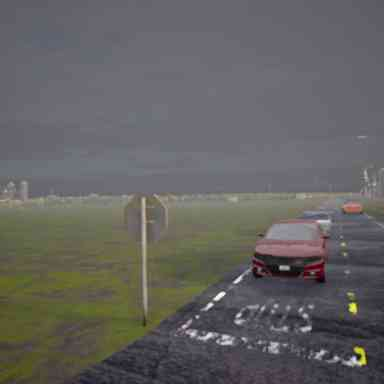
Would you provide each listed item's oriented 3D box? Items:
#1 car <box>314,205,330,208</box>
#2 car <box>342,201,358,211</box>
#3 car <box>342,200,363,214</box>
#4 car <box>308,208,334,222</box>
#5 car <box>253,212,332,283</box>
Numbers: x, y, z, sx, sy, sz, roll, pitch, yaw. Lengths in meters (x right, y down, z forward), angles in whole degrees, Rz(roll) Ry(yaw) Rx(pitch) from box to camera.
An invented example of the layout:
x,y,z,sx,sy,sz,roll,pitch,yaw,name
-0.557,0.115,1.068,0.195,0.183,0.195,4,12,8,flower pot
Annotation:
x,y,z,sx,sy,sz,roll,pitch,yaw,name
11.628,1.893,29.747,1.994,1.385,4.181,-1,-1,24,car
23.279,2.024,49.248,1.994,1.385,4.181,-1,-1,23,car
19.254,1.724,39.965,2.097,1.767,4.553,-1,-1,23,car
7.311,1.837,19.816,1.895,1.301,4.718,-1,-1,23,car
3.270,1.627,10.511,1.882,1.535,5.008,-1,-1,23,car
